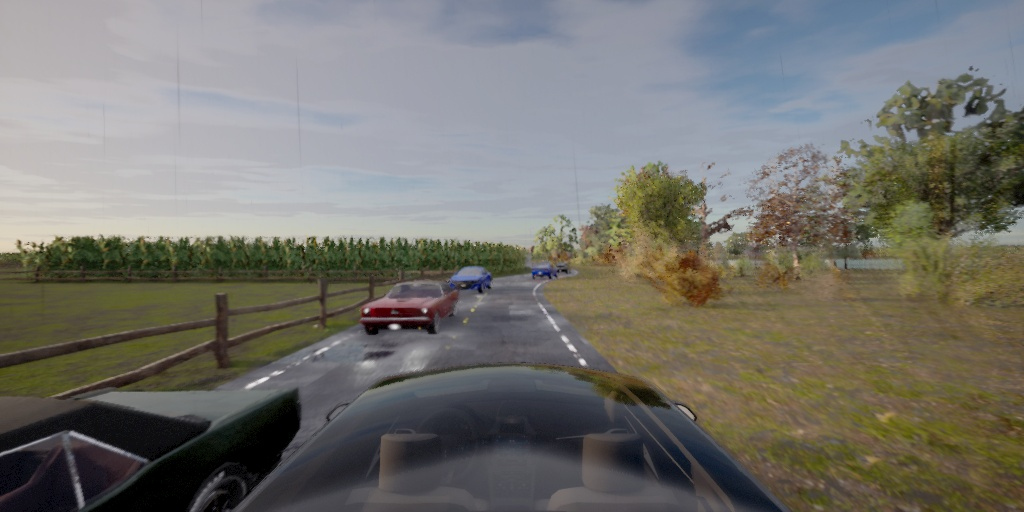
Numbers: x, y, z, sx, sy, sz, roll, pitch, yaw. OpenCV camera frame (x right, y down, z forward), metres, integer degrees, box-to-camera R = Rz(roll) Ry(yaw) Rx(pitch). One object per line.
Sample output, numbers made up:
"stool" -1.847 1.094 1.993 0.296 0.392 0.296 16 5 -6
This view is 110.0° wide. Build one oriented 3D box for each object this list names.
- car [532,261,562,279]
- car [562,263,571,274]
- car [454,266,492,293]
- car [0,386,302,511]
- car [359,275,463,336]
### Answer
"car" 3.433 1.508 36.704 1.882 1.535 5.008 0 -1 18
"car" 6.658 1.604 47.112 1.837 1.490 4.892 0 0 15
"car" -2.470 1.421 22.662 1.882 1.535 5.008 0 -1 6
"car" -2.783 1.366 0.955 1.895 1.301 4.718 0 -1 -1
"car" -2.862 1.451 11.003 1.895 1.301 4.718 0 0 0
